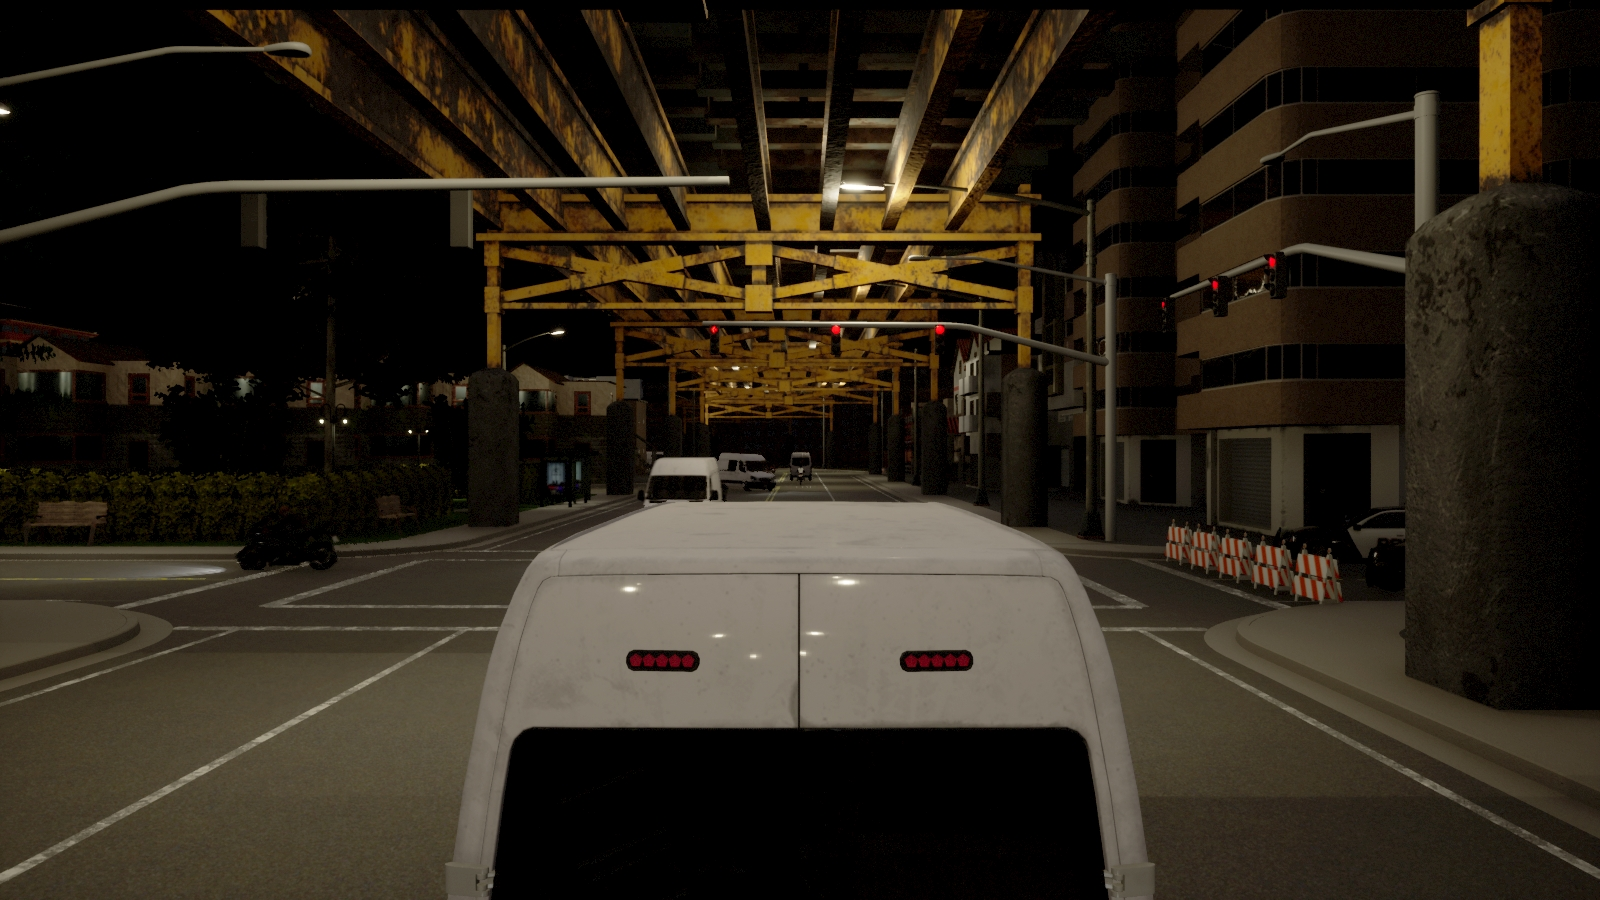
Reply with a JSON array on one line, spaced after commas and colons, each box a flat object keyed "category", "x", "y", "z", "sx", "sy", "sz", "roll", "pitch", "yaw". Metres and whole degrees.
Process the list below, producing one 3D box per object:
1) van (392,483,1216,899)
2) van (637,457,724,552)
[{"category": "van", "x": 0.015, "y": 1.531, "z": 5.717, "sx": 1.988, "sy": 2.561, "sz": 5.915, "roll": 0, "pitch": 0, "yaw": 0}, {"category": "van", "x": -3.492, "y": 1.519, "z": 34.464, "sx": 1.988, "sy": 2.561, "sz": 5.915, "roll": 0, "pitch": 0, "yaw": 0}]
